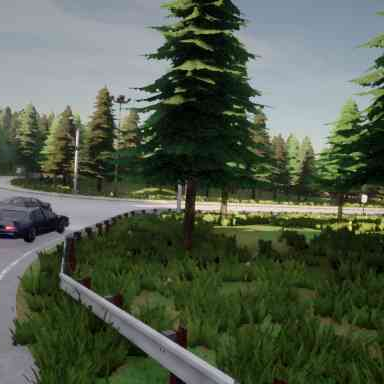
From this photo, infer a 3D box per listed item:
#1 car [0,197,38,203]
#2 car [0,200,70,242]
[{"bbox_3d":[-10.585,1.028,20.389,2.033,1.411,5.357,4,2,4],"label":"car"},{"bbox_3d":[-7.597,1.372,15.551,2.033,1.411,5.357,4,1,3],"label":"car"}]
